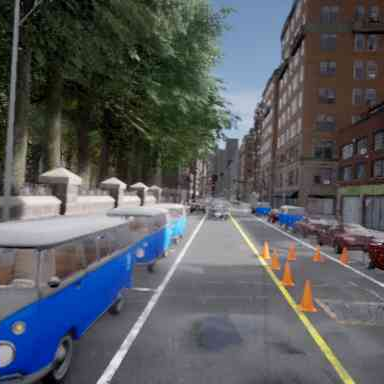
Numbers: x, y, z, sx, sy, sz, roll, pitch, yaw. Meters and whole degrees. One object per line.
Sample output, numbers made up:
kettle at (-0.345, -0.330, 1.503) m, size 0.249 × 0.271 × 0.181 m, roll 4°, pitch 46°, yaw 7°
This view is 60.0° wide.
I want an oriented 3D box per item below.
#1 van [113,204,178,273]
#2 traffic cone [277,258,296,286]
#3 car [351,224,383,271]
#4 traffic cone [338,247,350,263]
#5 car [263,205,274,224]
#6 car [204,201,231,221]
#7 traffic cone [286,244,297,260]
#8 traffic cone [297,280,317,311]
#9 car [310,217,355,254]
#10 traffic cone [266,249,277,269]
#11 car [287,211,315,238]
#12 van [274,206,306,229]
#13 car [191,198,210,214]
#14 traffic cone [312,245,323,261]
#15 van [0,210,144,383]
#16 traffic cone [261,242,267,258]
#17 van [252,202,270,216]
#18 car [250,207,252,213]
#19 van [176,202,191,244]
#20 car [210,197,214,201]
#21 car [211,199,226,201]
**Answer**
van at (-1.671, 1.387, 10.678) m, size 1.690 × 1.788 × 3.998 m, roll 3°, pitch -1°, yaw 4°
traffic cone at (2.578, 2.190, 9.003) m, size 0.340 × 0.580 × 0.340 m, roll 3°, pitch -1°, yaw 4°
car at (6.813, 1.998, 10.061) m, size 1.887 × 1.381 × 4.507 m, roll 3°, pitch -1°, yaw 4°
traffic cone at (5.863, 2.394, 12.767) m, size 0.340 × 0.580 × 0.340 m, roll 3°, pitch -1°, yaw 4°
car at (8.498, 2.336, 32.638) m, size 1.887 × 1.381 × 4.507 m, roll 3°, pitch -1°, yaw 4°
car at (2.589, 2.002, 33.339) m, size 2.128 × 1.511 × 4.902 m, roll 3°, pitch -1°, yaw 4°
traffic cone at (3.871, 2.299, 12.917) m, size 0.340 × 0.580 × 0.340 m, roll 3°, pitch -1°, yaw 4°
traffic cone at (2.429, 2.159, 7.009) m, size 0.340 × 0.580 × 0.340 m, roll 3°, pitch -1°, yaw 4°
car at (7.232, 2.121, 15.705) m, size 1.802 × 1.307 × 4.206 m, roll 3°, pitch -1°, yaw 4°
traffic cone at (2.726, 2.220, 10.998) m, size 0.340 × 0.580 × 0.340 m, roll 3°, pitch -1°, yaw 4°
car at (7.653, 2.206, 21.349) m, size 1.802 × 1.307 × 4.206 m, roll 3°, pitch -1°, yaw 4°
van at (8.086, 2.049, 26.996) m, size 1.690 × 1.788 × 3.998 m, roll 3°, pitch -1°, yaw 4°
car at (0.858, 1.862, 44.528) m, size 2.192 × 1.841 × 5.009 m, roll 3°, pitch -1°, yaw 4°
traffic cone at (4.867, 2.346, 12.842) m, size 0.340 × 0.580 × 0.340 m, roll 3°, pitch -1°, yaw 4°
van at (-2.092, 1.300, 5.037) m, size 1.690 × 1.788 × 3.998 m, roll 3°, pitch -1°, yaw 4°
traffic cone at (2.875, 2.251, 12.992) m, size 0.340 × 0.580 × 0.340 m, roll 3°, pitch -1°, yaw 4°
van at (9.350, 2.295, 43.928) m, size 1.690 × 1.788 × 3.998 m, roll 3°, pitch -1°, yaw 4°
car at (9.761, 2.600, 49.570) m, size 1.947 × 1.339 × 4.313 m, roll 3°, pitch -1°, yaw 4°
van at (-1.250, 1.473, 16.320) m, size 1.690 × 1.788 × 3.998 m, roll 3°, pitch -1°, yaw 4°
car at (4.087, 2.675, 87.920) m, size 1.752 × 1.417 × 4.829 m, roll 3°, pitch -1°, yaw 4°
car at (4.585, 2.402, 58.771) m, size 1.812 × 1.442 × 4.674 m, roll 3°, pitch -1°, yaw 4°
